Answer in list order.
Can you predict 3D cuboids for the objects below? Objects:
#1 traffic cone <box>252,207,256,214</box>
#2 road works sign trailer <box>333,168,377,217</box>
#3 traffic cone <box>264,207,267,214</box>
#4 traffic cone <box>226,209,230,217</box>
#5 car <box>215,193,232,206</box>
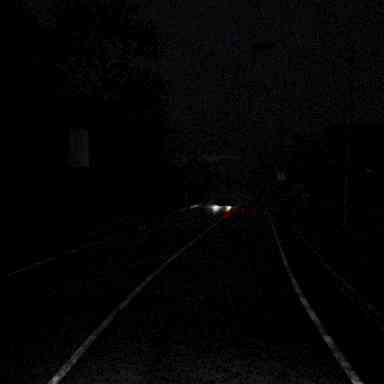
[{"bbox_3d":[5.545,1.644,29.578,0.340,0.580,0.340,1,1,12],"label":"traffic cone"},{"bbox_3d":[11.700,-0.045,23.847,2.880,2.380,3.560,6,26,19],"label":"road works sign trailer"},{"bbox_3d":[6.518,1.666,29.514,0.340,0.580,0.340,2,1,17],"label":"traffic cone"},{"bbox_3d":[2.400,1.662,24.103,0.340,0.580,0.340,1,1,12],"label":"traffic cone"},{"bbox_3d":[4.184,0.913,43.657,1.882,1.535,5.008,1,1,11],"label":"car"}]
